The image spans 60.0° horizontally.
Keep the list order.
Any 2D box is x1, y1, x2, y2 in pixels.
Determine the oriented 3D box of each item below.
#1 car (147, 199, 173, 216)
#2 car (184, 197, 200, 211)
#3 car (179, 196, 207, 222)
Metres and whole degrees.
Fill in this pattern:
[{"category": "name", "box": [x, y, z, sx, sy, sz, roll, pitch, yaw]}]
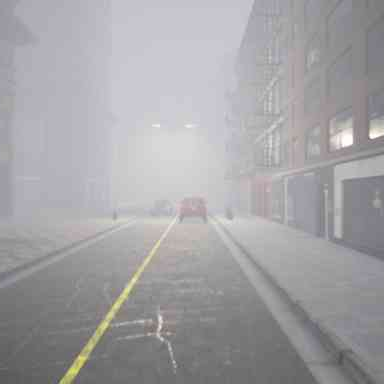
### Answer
[{"category": "car", "box": [-3.103, 1.546, 34.850, 2.097, 1.767, 4.553, 0, 0, 0]}, {"category": "car", "box": [0.060, 1.652, 46.069, 2.097, 1.767, 4.553, 0, -1, 0]}, {"category": "car", "box": [0.092, 1.364, 27.948, 2.150, 2.045, 5.566, 0, 0, 0]}]
